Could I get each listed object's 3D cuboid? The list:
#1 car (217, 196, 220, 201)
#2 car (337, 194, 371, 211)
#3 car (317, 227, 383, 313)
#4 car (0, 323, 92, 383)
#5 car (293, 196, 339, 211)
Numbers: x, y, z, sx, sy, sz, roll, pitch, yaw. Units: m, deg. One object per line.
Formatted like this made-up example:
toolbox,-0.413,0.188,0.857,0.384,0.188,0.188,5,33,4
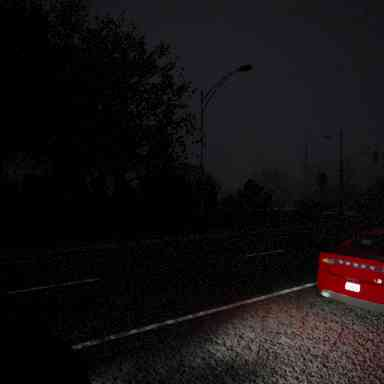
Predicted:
car,3.913,1.448,56.641,1.812,1.442,4.674,0,1,-32
car,18.592,1.215,40.202,2.150,2.045,5.566,0,0,-33
car,4.771,1.476,7.128,5.008,1.535,1.882,0,0,-35
car,-2.980,1.492,1.628,4.902,1.511,2.128,0,0,-35
car,14.463,1.472,39.831,1.882,1.535,5.008,0,0,-33
